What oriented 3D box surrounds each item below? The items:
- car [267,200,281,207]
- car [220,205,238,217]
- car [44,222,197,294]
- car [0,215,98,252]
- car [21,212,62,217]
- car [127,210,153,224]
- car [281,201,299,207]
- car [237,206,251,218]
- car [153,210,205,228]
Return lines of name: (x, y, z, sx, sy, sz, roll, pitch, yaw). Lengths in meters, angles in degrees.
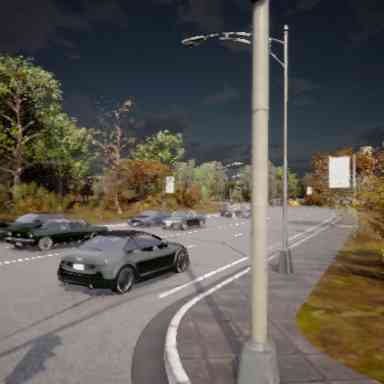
car: (21.187, 2.982, 84.425, 1.994, 1.385, 4.181, 1, 0, -9)
car: (5.416, 2.593, 45.389, 1.837, 1.490, 4.892, 0, -1, 28)
car: (-1.759, 1.814, 9.688, 1.994, 1.385, 4.181, 0, -2, 28)
car: (-6.351, 1.972, 16.106, 1.895, 1.301, 4.718, 0, -2, 28)
car: (-8.793, 1.899, 18.991, 1.882, 1.535, 5.008, 0, -2, 28)
car: (-3.343, 2.290, 29.132, 2.033, 1.411, 5.357, 0, -2, 28)
car: (24.875, 2.948, 83.107, 1.882, 1.535, 5.008, 1, 0, -9)
car: (7.722, 2.583, 42.297, 1.812, 1.442, 4.674, 0, -1, 28)
car: (-0.623, 2.205, 26.803, 2.128, 1.511, 4.902, 0, -2, 28)
